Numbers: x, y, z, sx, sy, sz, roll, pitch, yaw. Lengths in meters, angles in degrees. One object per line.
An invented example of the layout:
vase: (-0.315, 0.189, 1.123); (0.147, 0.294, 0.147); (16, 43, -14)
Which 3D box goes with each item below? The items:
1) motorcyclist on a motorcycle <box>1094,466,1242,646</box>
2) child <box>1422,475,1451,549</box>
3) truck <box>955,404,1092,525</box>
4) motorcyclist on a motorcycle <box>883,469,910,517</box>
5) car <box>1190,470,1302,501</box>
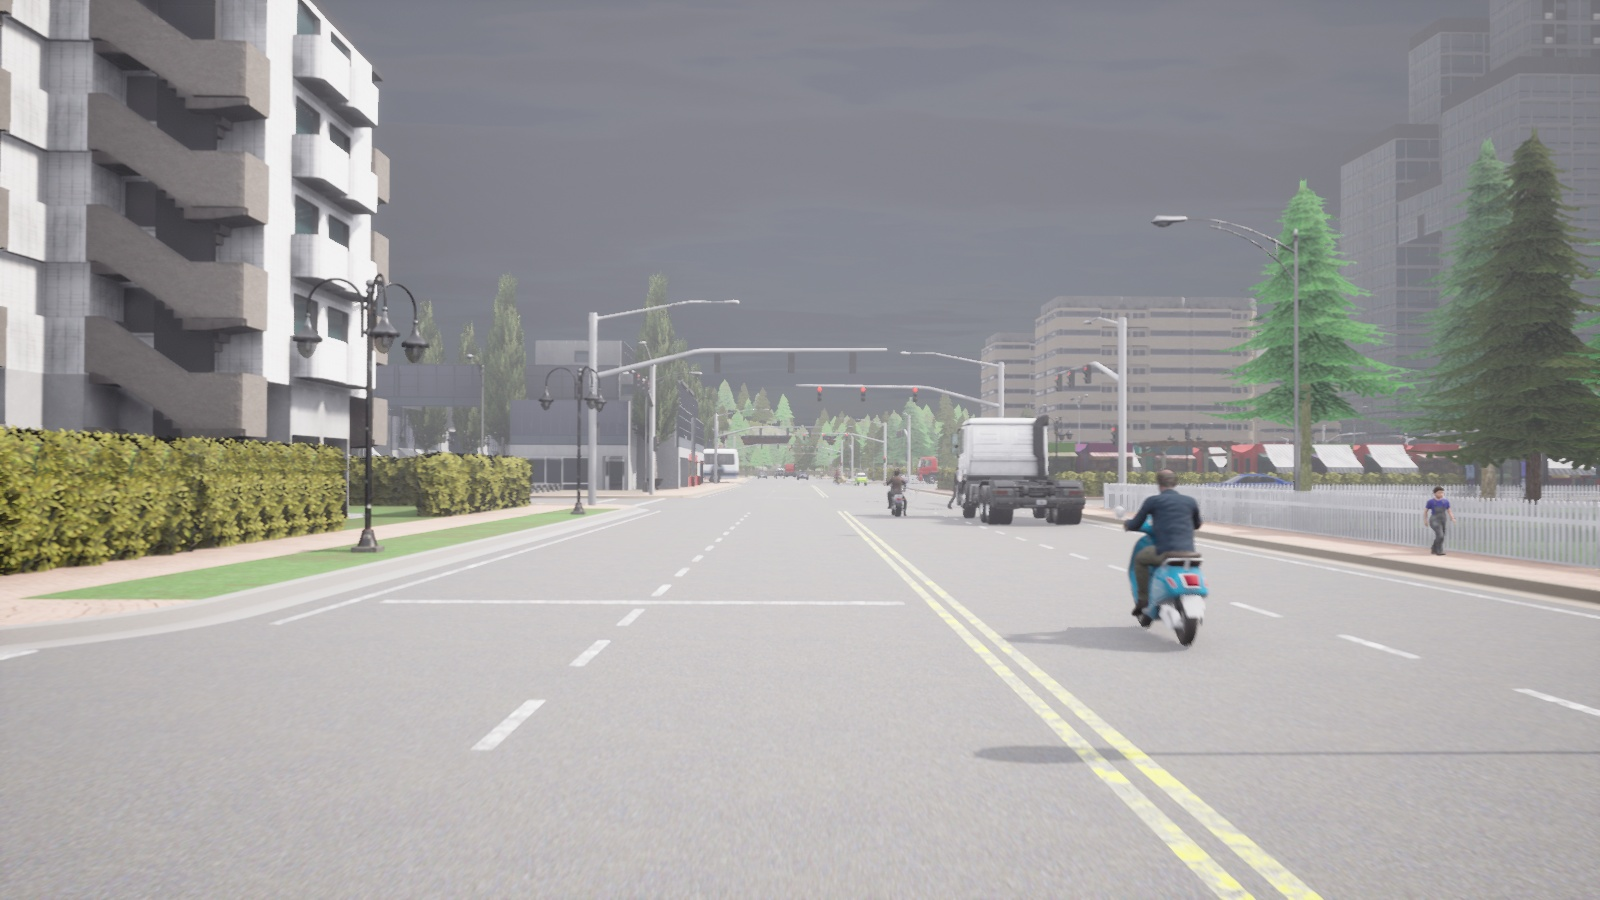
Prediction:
motorcyclist on a motorcycle: (3.470, 0.956, 12.035); (0.866, 1.590, 1.817); (0, -1, 0)
child: (10.996, 1.073, 21.702); (0.270, 1.263, 0.437); (0, -1, 0)
truck: (6.908, 0.476, 40.093); (2.891, 3.462, 7.936); (0, -1, 0)
motorcyclist on a motorcycle: (3.392, 1.492, 44.229); (0.766, 1.649, 2.350); (0, -1, 0)
car: (22.674, 1.771, 63.890); (5.008, 1.535, 1.882); (0, -1, -2)
